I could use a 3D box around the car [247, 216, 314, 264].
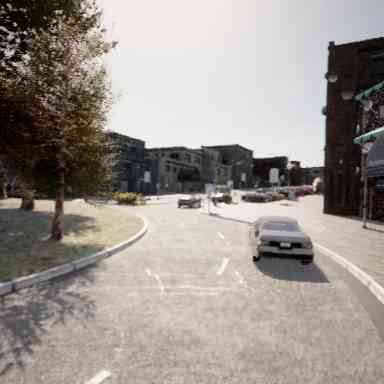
[{"bbox_3d":[3.064,1.589,12.225,2.033,1.411,5.357,3,0,8],"label":"car"}]

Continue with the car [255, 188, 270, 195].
[{"bbox_3d":[16.359,-0.144,77.103,1.812,1.442,4.674,1,3,32],"label":"car"}]

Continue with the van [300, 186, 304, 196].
[{"bbox_3d":[19.545,0.011,66.811,4.442,1.987,1.878,1,3,12],"label":"van"}]

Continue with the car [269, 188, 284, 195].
[{"bbox_3d":[19.116,-0.119,75.381,1.882,1.535,5.008,1,3,32],"label":"car"}]

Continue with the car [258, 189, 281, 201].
[{"bbox_3d":[11.595,0.785,53.894,4.674,1.452,2.002,1,3,12],"label":"car"}]

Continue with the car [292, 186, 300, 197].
[{"bbox_3d":[16.406,0.190,61.627,5.566,2.045,2.435,1,3,12],"label":"car"}]

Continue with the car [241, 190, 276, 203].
[{"bbox_3d":[9.976,0.847,51.319,4.892,1.521,2.231,1,2,12],"label":"car"}]

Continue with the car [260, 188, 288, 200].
[{"bbox_3d":[13.025,0.637,56.512,5.366,1.575,1.946,1,3,12],"label":"car"}]

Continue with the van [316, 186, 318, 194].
[{"bbox_3d":[26.225,-0.389,77.100,4.442,1.987,1.878,1,2,12],"label":"van"}]

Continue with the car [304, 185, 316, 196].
[{"bbox_3d":[24.490,-0.064,74.549,4.892,1.521,2.231,1,2,12],"label":"car"}]

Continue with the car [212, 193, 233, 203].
[{"bbox_3d":[4.879,0.873,52.507,1.994,1.385,4.181,2,3,32],"label":"car"}]

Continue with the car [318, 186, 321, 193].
[{"bbox_3d":[27.692,-0.394,79.716,4.553,1.767,2.185,1,3,12],"label":"car"}]

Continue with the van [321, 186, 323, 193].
[{"bbox_3d":[29.220,-0.596,82.303,4.442,1.987,1.878,1,3,12],"label":"van"}]

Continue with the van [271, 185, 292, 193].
[{"bbox_3d":[14.937,0.320,59.025,4.442,1.987,1.878,1,2,12],"label":"van"}]

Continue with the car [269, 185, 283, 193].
[{"bbox_3d":[21.676,-0.806,85.602,2.097,1.767,4.553,1,3,32],"label":"car"}]

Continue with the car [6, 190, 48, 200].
[{"bbox_3d":[-19.916,0.251,39.532,5.357,1.411,2.033,3,-2,11],"label":"car"}]

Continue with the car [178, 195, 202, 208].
[{"bbox_3d":[-0.232,1.180,42.095,2.128,1.511,4.902,2,2,21],"label":"car"}]

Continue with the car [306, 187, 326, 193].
[{"bbox_3d":[32.591,-0.541,87.460,4.792,1.488,2.163,1,2,12],"label":"car"}]
